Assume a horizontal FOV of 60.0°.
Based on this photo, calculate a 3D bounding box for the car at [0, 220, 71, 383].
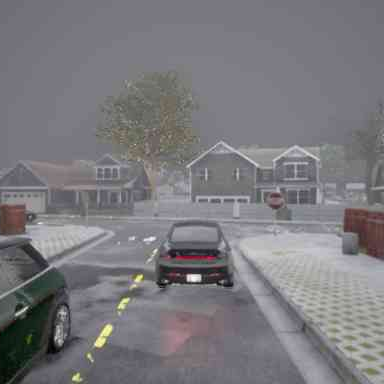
[{"bbox_3d":[-2.867,1.372,3.118,2.097,1.767,4.553,0,0,0],"label":"car"}]

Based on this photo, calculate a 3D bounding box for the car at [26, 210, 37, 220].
[{"bbox_3d":[-13.984,1.653,25.198,4.181,1.385,1.994,0,-1,13],"label":"car"}]

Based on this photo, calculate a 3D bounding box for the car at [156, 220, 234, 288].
[{"bbox_3d":[0.143,1.566,9.460,1.837,1.490,4.892,0,0,2],"label":"car"}]
